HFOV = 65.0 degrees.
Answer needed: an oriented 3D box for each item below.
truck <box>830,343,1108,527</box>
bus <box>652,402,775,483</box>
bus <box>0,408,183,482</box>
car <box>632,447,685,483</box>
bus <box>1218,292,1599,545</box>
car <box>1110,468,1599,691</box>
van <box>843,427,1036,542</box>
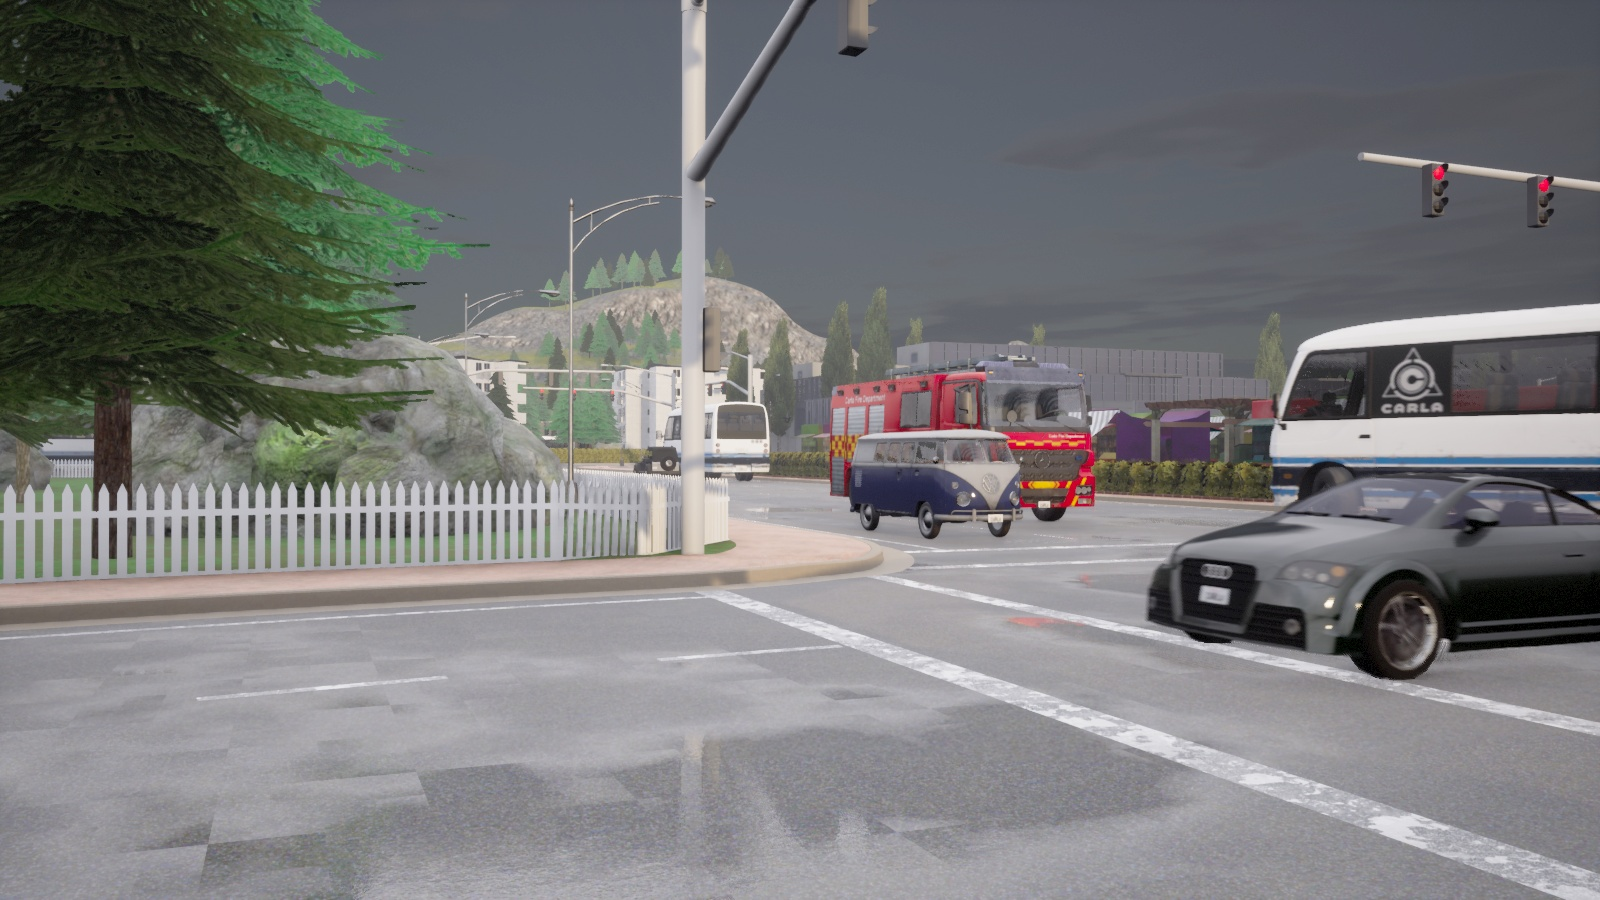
[{"bbox_3d":[3.741,-0.298,30.549,2.891,3.827,8.468,0,0,-22],"label":"truck"},{"bbox_3d":[-5.085,-0.391,71.120,3.944,4.253,10.273,0,0,-22],"label":"bus"},{"bbox_3d":[-42.870,-0.301,75.260,10.273,4.253,3.944,0,0,-21],"label":"bus"},{"bbox_3d":[-7.748,0.780,68.369,1.905,1.878,3.866,0,0,-22],"label":"car"},{"bbox_3d":[13.711,-0.559,23.879,3.944,4.253,10.273,-2,1,-40],"label":"bus"},{"bbox_3d":[4.737,0.847,9.704,4.181,1.385,1.994,0,0,-23],"label":"car"},{"bbox_3d":[2.553,0.607,24.141,1.775,1.987,4.442,0,0,-22],"label":"van"}]
